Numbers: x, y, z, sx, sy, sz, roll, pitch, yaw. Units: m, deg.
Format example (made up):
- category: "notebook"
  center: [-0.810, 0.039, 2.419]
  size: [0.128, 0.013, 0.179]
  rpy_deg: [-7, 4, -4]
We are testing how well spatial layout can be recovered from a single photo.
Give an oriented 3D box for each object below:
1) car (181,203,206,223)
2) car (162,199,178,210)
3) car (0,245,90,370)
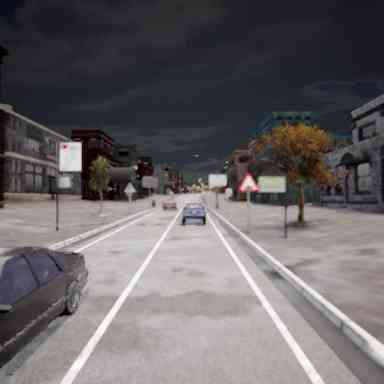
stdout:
- category: "car"
  center: [0.138, 1.607, 26.403]
  size: [2.033, 1.411, 5.357]
  rpy_deg: [0, -2, -1]
- category: "car"
  center: [-3.043, 1.754, 46.080]
  size: [1.812, 1.442, 4.674]
  rpy_deg: [0, -1, 0]
- category: "car"
  center: [-3.095, 1.572, 4.855]
  size: [2.033, 1.411, 5.357]
  rpy_deg: [0, 0, 0]
